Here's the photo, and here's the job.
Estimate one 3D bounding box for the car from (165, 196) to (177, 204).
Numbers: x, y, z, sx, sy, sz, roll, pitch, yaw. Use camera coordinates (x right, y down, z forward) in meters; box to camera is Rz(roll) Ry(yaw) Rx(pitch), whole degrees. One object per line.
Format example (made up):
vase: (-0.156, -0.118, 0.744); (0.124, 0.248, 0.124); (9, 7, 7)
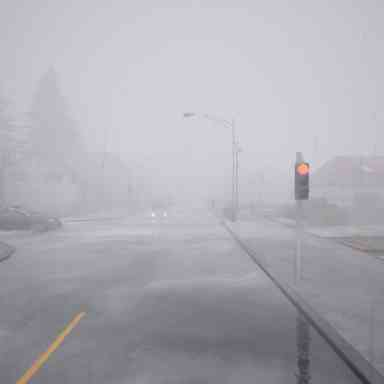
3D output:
car: (-3.869, 1.477, 62.378); (1.882, 1.535, 5.008); (0, 0, 1)

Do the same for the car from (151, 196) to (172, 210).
car: (-3.971, 1.504, 42.263); (1.837, 1.490, 4.892); (0, 0, 0)

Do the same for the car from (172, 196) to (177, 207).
car: (-3.934, 1.352, 52.306); (2.097, 1.767, 4.553); (0, 0, 0)

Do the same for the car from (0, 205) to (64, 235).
car: (-9.533, 1.491, 18.095); (4.902, 1.511, 2.128); (0, 0, -4)
